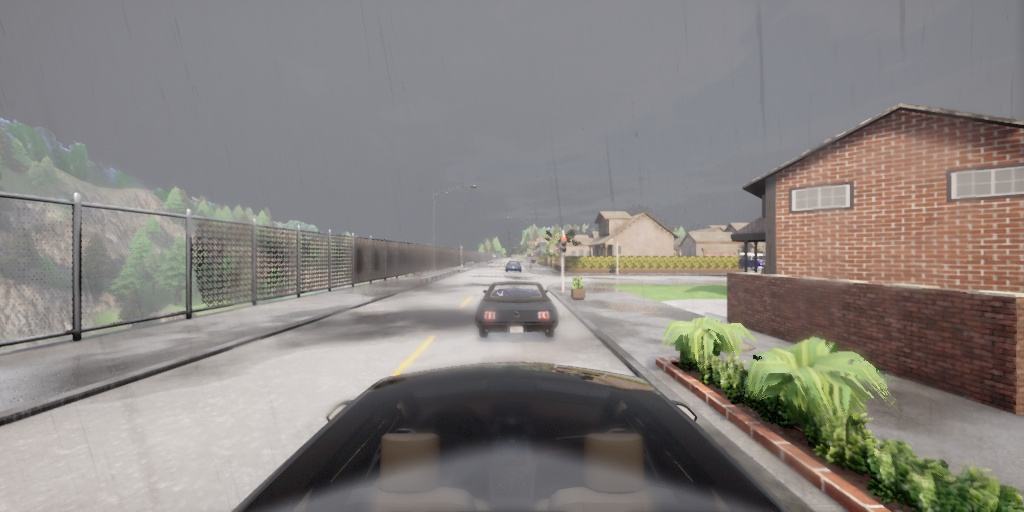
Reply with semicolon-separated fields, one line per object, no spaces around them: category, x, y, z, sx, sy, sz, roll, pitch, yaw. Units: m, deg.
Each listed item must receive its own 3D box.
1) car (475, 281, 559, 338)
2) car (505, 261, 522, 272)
car;0.115;1.350;10.184;1.895;1.301;4.718;0;0;0
car;0.184;1.307;45.190;1.994;1.385;4.181;0;0;0
